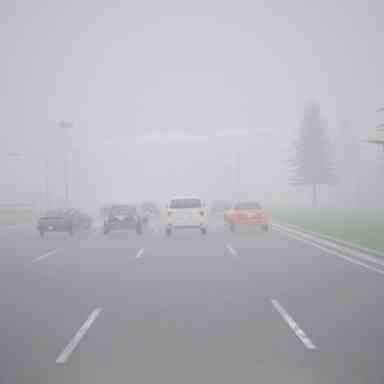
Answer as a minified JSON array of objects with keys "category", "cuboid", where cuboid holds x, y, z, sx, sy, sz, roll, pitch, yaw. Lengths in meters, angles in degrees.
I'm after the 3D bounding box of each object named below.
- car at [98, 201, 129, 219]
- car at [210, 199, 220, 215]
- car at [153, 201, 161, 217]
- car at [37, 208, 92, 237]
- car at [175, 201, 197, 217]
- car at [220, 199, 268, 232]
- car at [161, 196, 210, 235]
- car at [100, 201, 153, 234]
[{"category":"car","cuboid":[-7.619,1.686,32.684,1.882,1.535,5.008,-1,0,-1]},{"category":"car","cuboid":[2.834,1.495,34.303,2.128,1.511,4.902,-1,0,-2]},{"category":"car","cuboid":[-4.128,1.645,33.091,1.837,1.490,4.892,-1,0,-1]},{"category":"car","cuboid":[-7.351,1.672,19.624,2.128,1.511,4.902,-1,0,-1]},{"category":"car","cuboid":[-0.622,1.634,32.693,1.994,1.385,4.181,-1,0,-1]},{"category":"car","cuboid":[3.136,1.325,20.333,2.097,1.767,4.553,-1,0,-1]},{"category":"car","cuboid":[-0.356,1.263,19.317,2.150,2.045,5.566,-1,0,-1]},{"category":"car","cuboid":[-3.861,1.464,20.124,2.097,1.767,4.553,-1,0,-1]}]
